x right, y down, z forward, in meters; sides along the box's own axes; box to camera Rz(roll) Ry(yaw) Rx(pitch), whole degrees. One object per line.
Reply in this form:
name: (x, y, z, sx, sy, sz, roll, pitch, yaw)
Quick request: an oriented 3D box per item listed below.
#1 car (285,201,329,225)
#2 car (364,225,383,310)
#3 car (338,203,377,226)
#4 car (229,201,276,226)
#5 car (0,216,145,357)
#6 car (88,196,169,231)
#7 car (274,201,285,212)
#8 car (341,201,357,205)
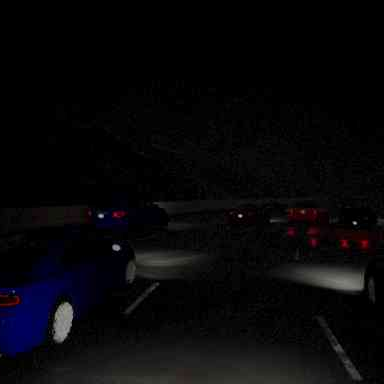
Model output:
car: (8.867, 1.431, 24.977, 2.097, 1.767, 4.553, 0, 0, 33)
car: (4.216, 1.537, 4.897, 1.837, 1.490, 4.892, 0, 0, 8)
car: (11.672, 1.698, 23.136, 1.895, 1.301, 4.718, 0, 0, 34)
car: (4.318, 1.613, 24.336, 1.994, 1.385, 4.181, 0, 0, 31)
car: (-2.579, 1.466, 6.331, 1.882, 1.535, 5.008, 0, 0, 8)
car: (-3.247, 1.215, 17.961, 2.150, 2.045, 5.566, 0, 0, 21)
car: (9.160, 1.694, 37.882, 1.895, 1.301, 4.718, 0, 0, 35)
car: (18.530, 1.720, 38.943, 1.994, 1.385, 4.181, 0, 0, 35)
